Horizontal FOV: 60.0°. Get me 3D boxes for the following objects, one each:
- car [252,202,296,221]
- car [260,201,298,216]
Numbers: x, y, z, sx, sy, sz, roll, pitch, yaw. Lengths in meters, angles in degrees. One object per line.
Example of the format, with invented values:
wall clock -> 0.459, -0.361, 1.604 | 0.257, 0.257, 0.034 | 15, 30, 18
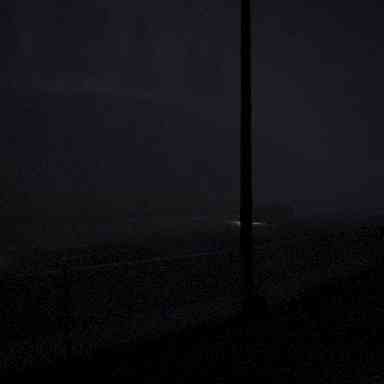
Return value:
car -> 6.822, 1.681, 28.760 | 5.357, 1.411, 2.033 | 0, 0, -42
car -> 9.385, 1.728, 35.769 | 4.181, 1.385, 1.994 | 0, 0, -42
